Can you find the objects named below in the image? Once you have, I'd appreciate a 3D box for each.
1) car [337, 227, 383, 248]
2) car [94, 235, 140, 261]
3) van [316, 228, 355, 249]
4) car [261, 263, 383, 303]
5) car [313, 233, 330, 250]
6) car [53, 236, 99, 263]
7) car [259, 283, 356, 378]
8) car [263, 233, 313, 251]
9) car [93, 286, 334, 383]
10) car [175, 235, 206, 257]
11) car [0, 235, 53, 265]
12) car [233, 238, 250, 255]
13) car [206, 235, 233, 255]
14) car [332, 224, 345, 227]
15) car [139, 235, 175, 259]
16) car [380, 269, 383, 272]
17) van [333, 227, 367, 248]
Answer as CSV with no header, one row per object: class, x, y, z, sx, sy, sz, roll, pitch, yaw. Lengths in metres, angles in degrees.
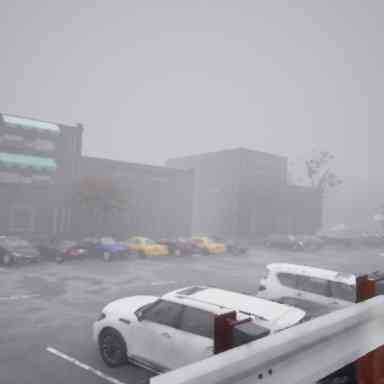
car,22.252,6.288,44.809,5.566,2.045,2.435,1,-4,34
car,-6.535,3.941,24.116,5.008,1.535,2.097,1,-4,35
van,17.335,5.879,41.434,4.442,1.987,1.878,1,-3,34
car,5.047,3.846,11.537,5.566,2.045,2.435,3,-2,34
car,12.638,5.676,37.915,4.892,1.521,2.231,1,-3,34
car,-8.954,3.754,22.409,4.792,1.488,2.163,1,-3,34
car,2.531,3.903,9.802,4.792,1.488,2.163,3,-2,34
car,10.219,5.332,36.213,4.553,1.767,2.185,1,-4,34
car,0.104,3.401,8.047,5.566,2.045,2.435,3,-2,34
car,-1.737,4.375,27.572,5.008,1.535,2.097,1,-3,34
car,-11.327,3.510,20.675,4.892,1.521,2.231,1,-4,34
car,3.076,4.839,31.006,4.792,1.488,2.163,1,-4,34
car,0.499,4.586,29.390,5.366,1.575,1.946,1,-3,34
car,31.064,7.904,70.493,2.435,2.045,5.566,2,-2,36
car,-4.292,4.153,25.944,5.366,1.575,1.946,1,-3,34
car,9.891,4.287,15.098,5.566,2.045,2.435,3,-2,34
van,19.731,6.095,43.157,4.442,1.987,1.878,1,-3,34
